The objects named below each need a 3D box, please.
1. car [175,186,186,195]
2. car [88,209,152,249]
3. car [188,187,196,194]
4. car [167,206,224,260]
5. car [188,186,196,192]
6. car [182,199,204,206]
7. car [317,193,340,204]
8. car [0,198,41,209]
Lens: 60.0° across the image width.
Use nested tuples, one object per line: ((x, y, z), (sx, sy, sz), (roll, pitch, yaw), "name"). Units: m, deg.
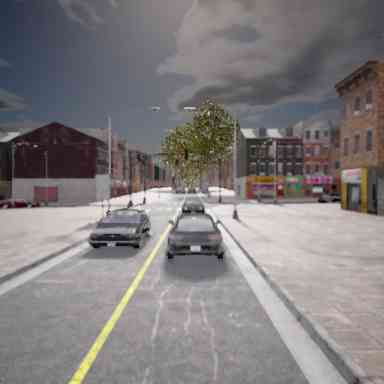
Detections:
((-2.732, -0.457, 79.015), (2.150, 2.045, 5.566), (0, 2, 0), "car")
((-2.845, 1.458, 14.421), (2.033, 1.411, 5.357), (0, 1, 0), "car")
((0.020, -0.532, 84.586), (2.097, 1.767, 4.553), (0, 2, 0), "car")
((0.105, 1.461, 12.017), (1.812, 1.442, 4.674), (0, 1, 0), "car")
((0.022, -0.840, 94.654), (1.994, 1.385, 4.181), (0, 2, 0), "car")
((0.101, 1.282, 28.494), (1.895, 1.301, 4.718), (0, 1, 0), "car")
((17.211, 0.782, 39.663), (4.313, 1.339, 1.947), (-1, 1, 0), "car")
((-20.372, 1.323, 39.534), (4.507, 1.381, 1.887), (-1, 1, 0), "car")
